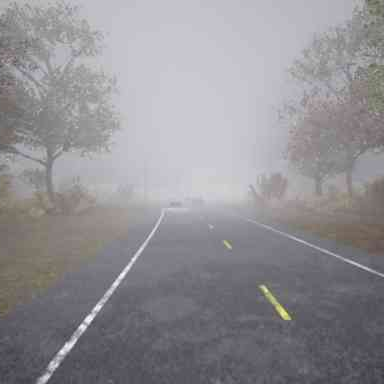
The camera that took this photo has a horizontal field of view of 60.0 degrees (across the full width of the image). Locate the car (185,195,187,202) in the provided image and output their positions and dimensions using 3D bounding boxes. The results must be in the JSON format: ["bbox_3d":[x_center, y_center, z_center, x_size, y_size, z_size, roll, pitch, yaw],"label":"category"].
[{"bbox_3d":[-0.616,1.351,69.815,1.837,1.490,4.892,0,0,-5],"label":"car"}]

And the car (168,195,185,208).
[{"bbox_3d":[-2.386,1.514,47.952,1.895,1.301,4.718,0,0,-4],"label":"car"}]

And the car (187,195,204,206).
[{"bbox_3d":[0.794,1.398,53.912,2.128,1.511,4.902,0,0,-5],"label":"car"}]
